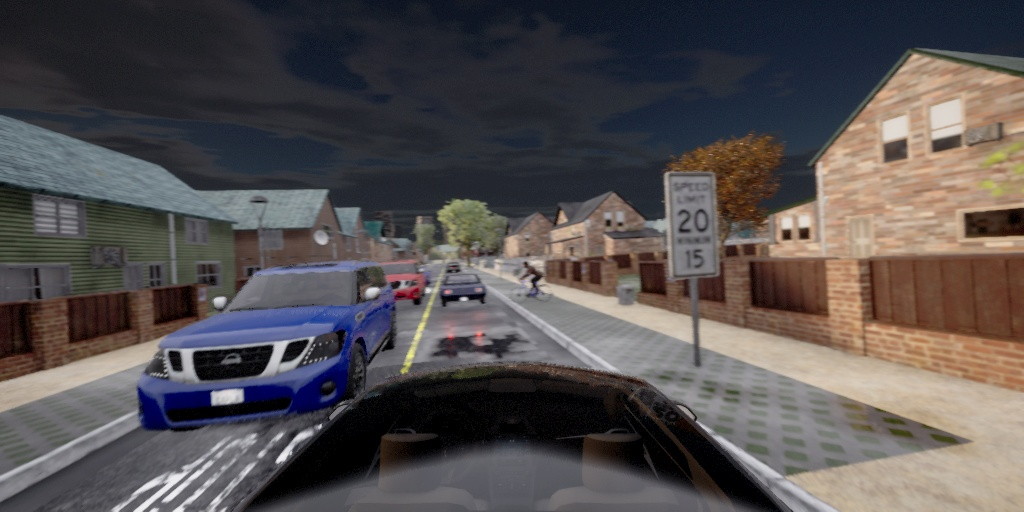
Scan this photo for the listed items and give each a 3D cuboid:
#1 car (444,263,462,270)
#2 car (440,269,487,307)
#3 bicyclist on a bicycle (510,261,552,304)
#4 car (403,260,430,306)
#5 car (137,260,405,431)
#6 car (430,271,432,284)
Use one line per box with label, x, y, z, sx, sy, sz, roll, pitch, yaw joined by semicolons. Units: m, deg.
car;-7.325;1.565;44.876;1.837;1.490;4.892;-3;0;-10
car;-2.312;1.455;16.593;1.895;1.301;4.718;-3;0;-10
bicyclist on a bicycle;0.711;1.010;13.752;1.656;1.620;0.582;-2;0;-10
car;-5.429;1.227;17.425;2.150;2.045;5.566;-3;0;-10
car;-3.478;1.136;6.470;2.150;2.045;5.566;-3;0;-10
car;-7.306;1.564;28.046;1.882;1.535;5.008;-3;0;-10
